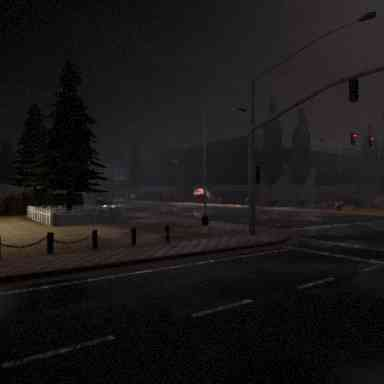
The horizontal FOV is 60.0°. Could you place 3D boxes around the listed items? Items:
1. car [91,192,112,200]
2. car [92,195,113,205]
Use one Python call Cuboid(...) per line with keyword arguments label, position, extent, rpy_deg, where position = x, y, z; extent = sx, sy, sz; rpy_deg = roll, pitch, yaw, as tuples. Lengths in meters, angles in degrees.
Cuboid(label="car", position=(-23.920, 1.060, 87.886), extent=(2.150, 2.045, 5.566), rpy_deg=(0, 0, 26))
Cuboid(label="car", position=(-15.367, 1.564, 58.110), extent=(1.812, 1.442, 4.674), rpy_deg=(0, 0, -36))
